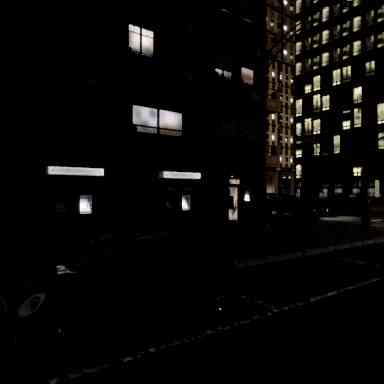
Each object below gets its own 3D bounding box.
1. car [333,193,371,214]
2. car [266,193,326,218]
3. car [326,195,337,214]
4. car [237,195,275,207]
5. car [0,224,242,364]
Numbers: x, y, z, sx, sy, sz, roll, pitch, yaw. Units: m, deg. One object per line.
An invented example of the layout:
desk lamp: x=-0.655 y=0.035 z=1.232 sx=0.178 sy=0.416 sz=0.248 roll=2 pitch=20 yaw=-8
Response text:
car: x=14.342 y=1.029 z=31.763 sx=2.192 sy=1.841 sz=5.009 roll=1 pitch=0 yaw=-36
car: x=7.630 y=1.010 z=26.746 sx=2.192 sy=1.841 sz=5.009 roll=2 pitch=0 yaw=-36
car: x=9.429 y=1.197 z=28.638 sx=1.837 sy=1.490 sz=4.892 roll=0 pitch=1 yaw=-36
car: x=7.759 y=1.073 z=40.698 sx=1.947 sy=1.339 sz=4.313 roll=1 pitch=0 yaw=-36
car: x=-1.116 y=1.440 z=5.780 sx=4.097 sy=1.590 sz=1.967 roll=0 pitch=0 yaw=-36
